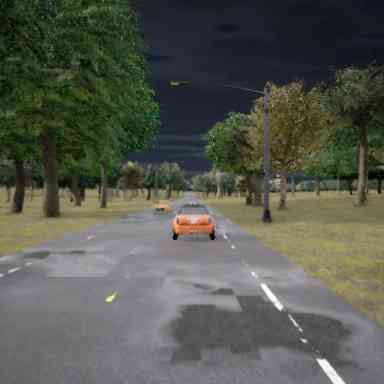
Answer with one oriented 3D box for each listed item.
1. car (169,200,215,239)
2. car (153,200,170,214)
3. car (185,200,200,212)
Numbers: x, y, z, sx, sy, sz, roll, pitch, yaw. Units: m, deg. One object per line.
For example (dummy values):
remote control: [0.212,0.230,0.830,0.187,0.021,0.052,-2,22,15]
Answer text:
car: [0.089,1.457,18.200,2.097,1.767,4.553,0,0,0]
car: [-3.523,1.718,39.601,1.882,1.535,5.008,0,0,0]
car: [0.074,1.797,44.154,1.812,1.442,4.674,0,0,0]
